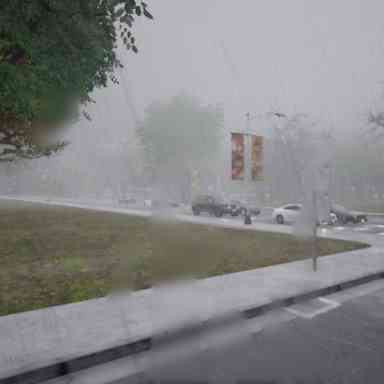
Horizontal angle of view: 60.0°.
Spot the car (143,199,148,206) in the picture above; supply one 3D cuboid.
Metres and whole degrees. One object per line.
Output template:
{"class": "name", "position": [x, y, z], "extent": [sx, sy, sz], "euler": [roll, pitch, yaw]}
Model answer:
{"class": "car", "position": [-6.340, 1.559, 54.581], "extent": [1.812, 1.442, 4.674], "euler": [0, 0, -36]}

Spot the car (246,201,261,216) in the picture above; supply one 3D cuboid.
{"class": "car", "position": [4.700, 1.543, 33.134], "extent": [1.837, 1.490, 4.892], "euler": [0, 0, -35]}

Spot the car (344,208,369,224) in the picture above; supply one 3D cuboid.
{"class": "car", "position": [10.370, 1.594, 25.227], "extent": [2.033, 1.411, 5.357], "euler": [0, 0, -33]}

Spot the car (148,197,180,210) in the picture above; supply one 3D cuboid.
{"class": "car", "position": [-3.565, 1.508, 44.774], "extent": [1.882, 1.535, 5.008], "euler": [0, 0, -35]}

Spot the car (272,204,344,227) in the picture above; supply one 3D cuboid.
{"class": "car", "position": [7.733, 1.568, 23.235], "extent": [1.812, 1.442, 4.674], "euler": [0, 0, -35]}

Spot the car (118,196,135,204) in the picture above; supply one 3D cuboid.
{"class": "car", "position": [-12.328, 1.556, 62.997], "extent": [1.812, 1.442, 4.674], "euler": [0, 0, -35]}

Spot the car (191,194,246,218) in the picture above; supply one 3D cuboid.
{"class": "car", "position": [2.106, 1.255, 31.179], "extent": [2.150, 2.045, 5.566], "euler": [0, 0, -35]}
